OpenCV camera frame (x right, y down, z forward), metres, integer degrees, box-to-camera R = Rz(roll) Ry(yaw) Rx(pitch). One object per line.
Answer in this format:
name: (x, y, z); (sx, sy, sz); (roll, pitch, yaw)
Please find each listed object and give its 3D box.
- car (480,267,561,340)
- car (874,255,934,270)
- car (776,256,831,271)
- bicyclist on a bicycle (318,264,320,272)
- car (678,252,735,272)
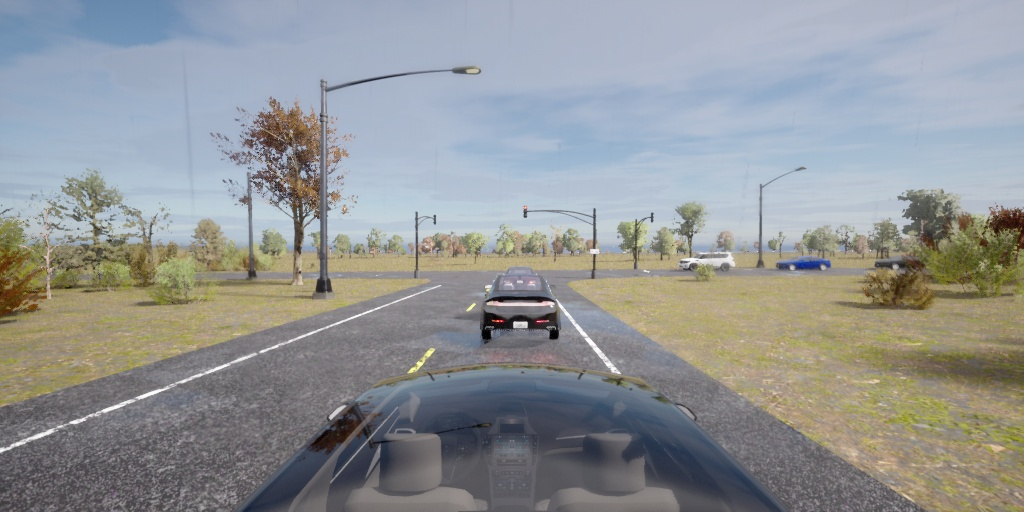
car: (0.220, 1.235, 9.969); (2.128, 1.511, 4.902); (0, 0, 1)
car: (41.568, 0.671, 38.012); (5.008, 1.535, 1.882); (-1, 1, 5)
car: (31.545, 0.776, 38.908); (5.008, 1.535, 1.882); (-1, 1, 5)
bicyclist on a bicycle: (-25.343, 1.326, 47.868); (0.582, 1.620, 1.656); (-1, 0, 5)
car: (21.548, 0.629, 39.791); (5.566, 2.045, 2.150); (-1, 1, 5)
